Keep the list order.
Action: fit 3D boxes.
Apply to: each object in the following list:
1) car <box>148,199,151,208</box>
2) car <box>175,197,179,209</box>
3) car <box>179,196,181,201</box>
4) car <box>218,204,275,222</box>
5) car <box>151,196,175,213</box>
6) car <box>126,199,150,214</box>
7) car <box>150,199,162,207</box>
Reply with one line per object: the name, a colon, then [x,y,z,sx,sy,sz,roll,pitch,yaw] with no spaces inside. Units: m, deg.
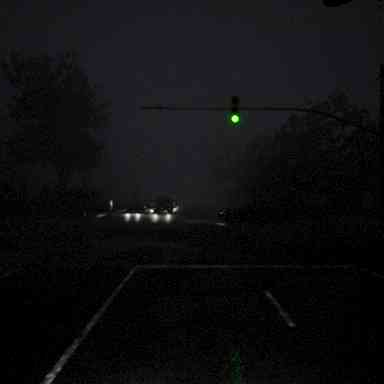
car: [-7.215,1.912,54.404,2.097,1.767,4.553,0,-1,0]
car: [-3.735,1.931,57.444,2.097,1.767,4.553,0,0,-1]
car: [-4.084,2.185,72.496,2.128,1.511,4.902,0,0,-3]
car: [4.755,1.789,29.286,5.008,1.535,1.882,0,-1,-3]
car: [-3.686,1.677,43.274,2.150,2.045,5.566,0,-1,0]
car: [-7.168,2.000,43.085,2.033,1.411,5.357,0,-1,0]
car: [-7.437,2.172,69.186,2.128,1.511,4.902,0,0,-2]
